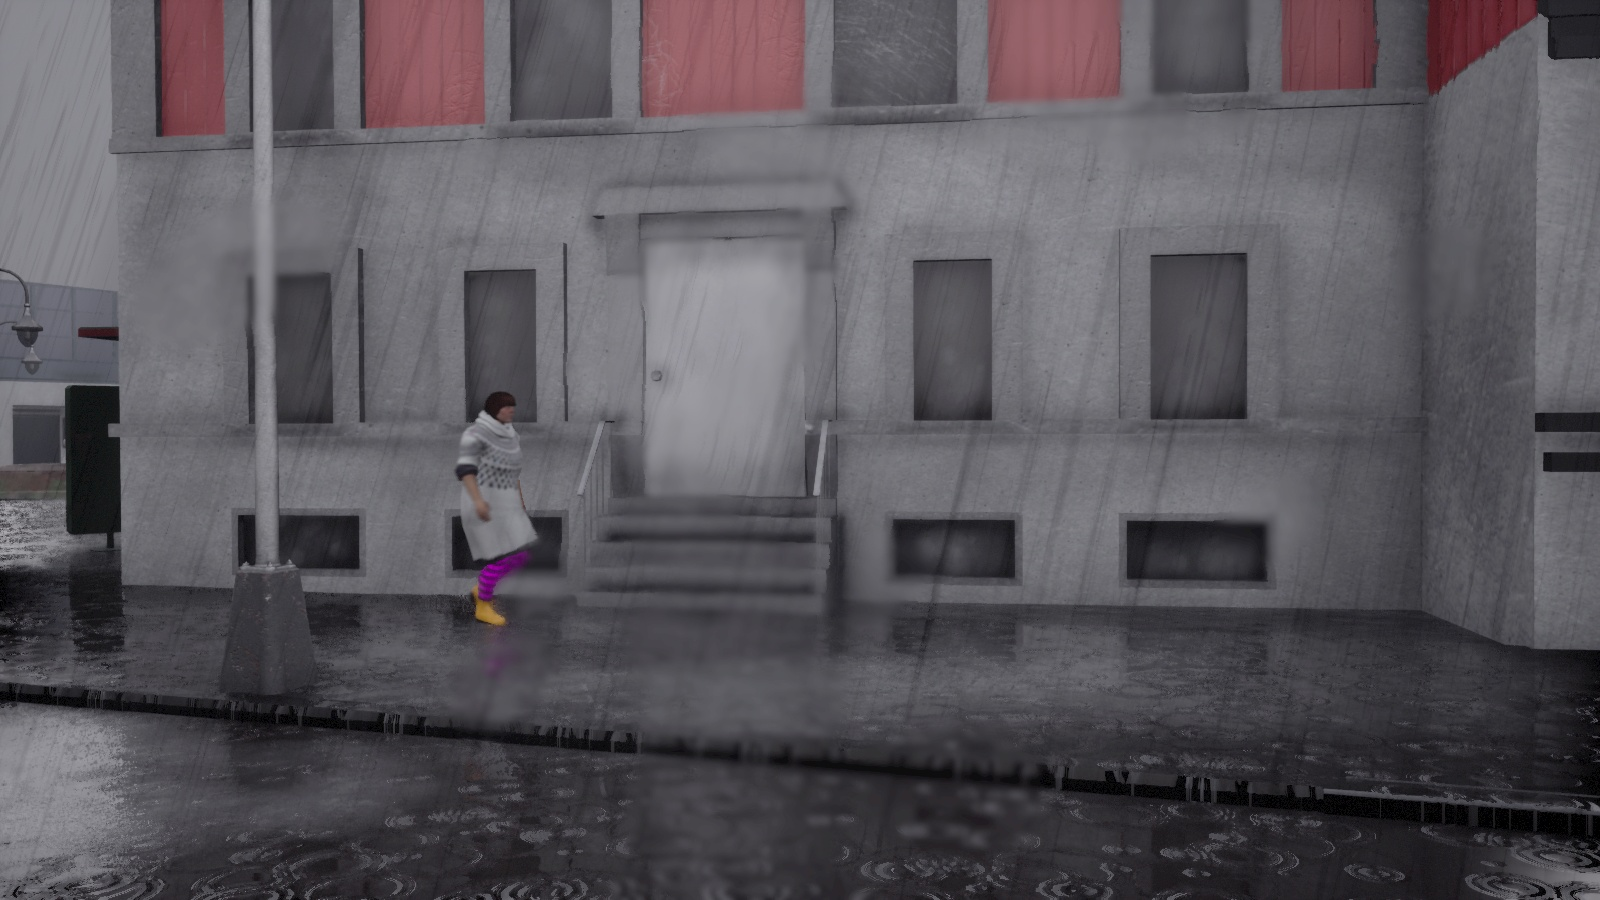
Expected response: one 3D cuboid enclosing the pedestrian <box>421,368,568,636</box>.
[{"bbox_3d":[-2.325,0.374,9.599,0.873,1.952,0.659,1,1,21],"label":"pedestrian"}]
